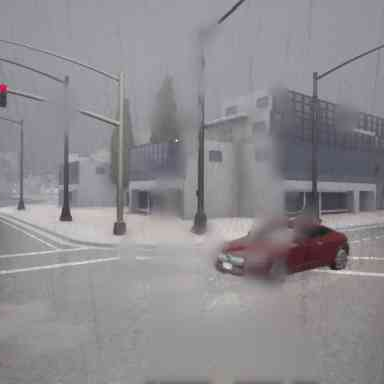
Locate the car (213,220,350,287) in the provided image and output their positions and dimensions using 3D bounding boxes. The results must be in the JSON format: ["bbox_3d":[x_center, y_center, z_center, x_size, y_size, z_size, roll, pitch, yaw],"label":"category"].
[{"bbox_3d":[2.719,1.549,9.492,4.674,1.442,1.812,0,0,-37],"label":"car"}]
